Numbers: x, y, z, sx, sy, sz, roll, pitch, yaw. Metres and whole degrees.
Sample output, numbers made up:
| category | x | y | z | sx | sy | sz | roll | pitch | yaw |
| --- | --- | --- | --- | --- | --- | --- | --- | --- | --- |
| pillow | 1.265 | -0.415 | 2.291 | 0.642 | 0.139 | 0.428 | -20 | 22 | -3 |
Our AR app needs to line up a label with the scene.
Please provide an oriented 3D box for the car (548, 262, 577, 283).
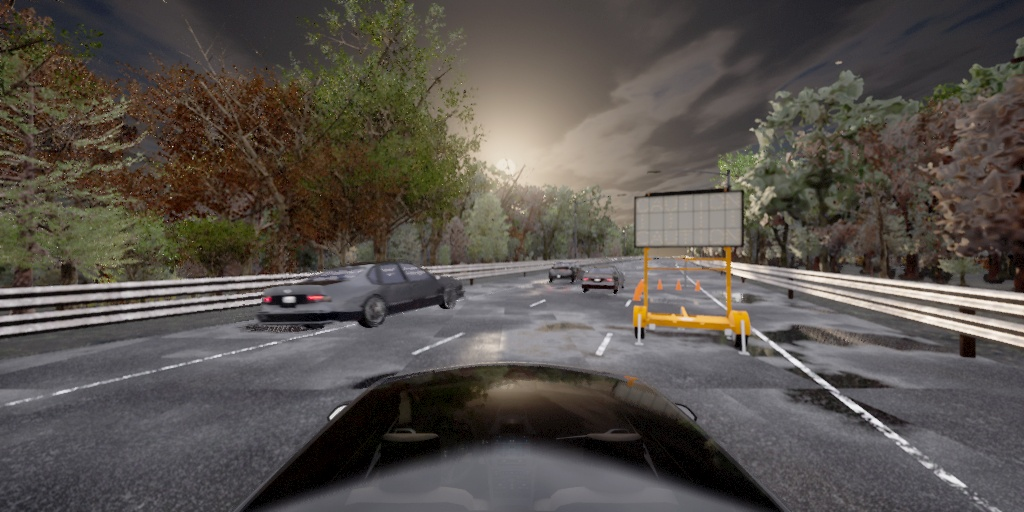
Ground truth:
| category | x | y | z | sx | sy | sz | roll | pitch | yaw |
| --- | --- | --- | --- | --- | --- | --- | --- | --- | --- |
| car | 4.126 | 1.176 | 26.717 | 2.128 | 1.511 | 4.902 | 0 | 0 | 22 |

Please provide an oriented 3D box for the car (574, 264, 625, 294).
| category | x | y | z | sx | sy | sz | roll | pitch | yaw |
| --- | --- | --- | --- | --- | --- | --- | --- | --- | --- |
| car | 5.224 | 1.249 | 20.210 | 2.033 | 1.411 | 5.357 | 0 | 0 | 22 |

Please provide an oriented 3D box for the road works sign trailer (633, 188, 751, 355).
| category | x | y | z | sx | sy | sz | roll | pitch | yaw |
| --- | --- | --- | --- | --- | --- | --- | --- | --- | --- |
| road works sign trailer | 4.303 | 0.195 | 8.904 | 2.380 | 3.560 | 2.880 | 0 | 0 | 23 |

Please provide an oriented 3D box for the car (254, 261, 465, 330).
| category | x | y | z | sx | sy | sz | roll | pitch | yaw |
| --- | --- | --- | --- | --- | --- | --- | --- | --- | --- |
| car | -3.171 | 0.848 | 8.861 | 2.033 | 1.411 | 5.357 | -4 | -2 | 20 |
